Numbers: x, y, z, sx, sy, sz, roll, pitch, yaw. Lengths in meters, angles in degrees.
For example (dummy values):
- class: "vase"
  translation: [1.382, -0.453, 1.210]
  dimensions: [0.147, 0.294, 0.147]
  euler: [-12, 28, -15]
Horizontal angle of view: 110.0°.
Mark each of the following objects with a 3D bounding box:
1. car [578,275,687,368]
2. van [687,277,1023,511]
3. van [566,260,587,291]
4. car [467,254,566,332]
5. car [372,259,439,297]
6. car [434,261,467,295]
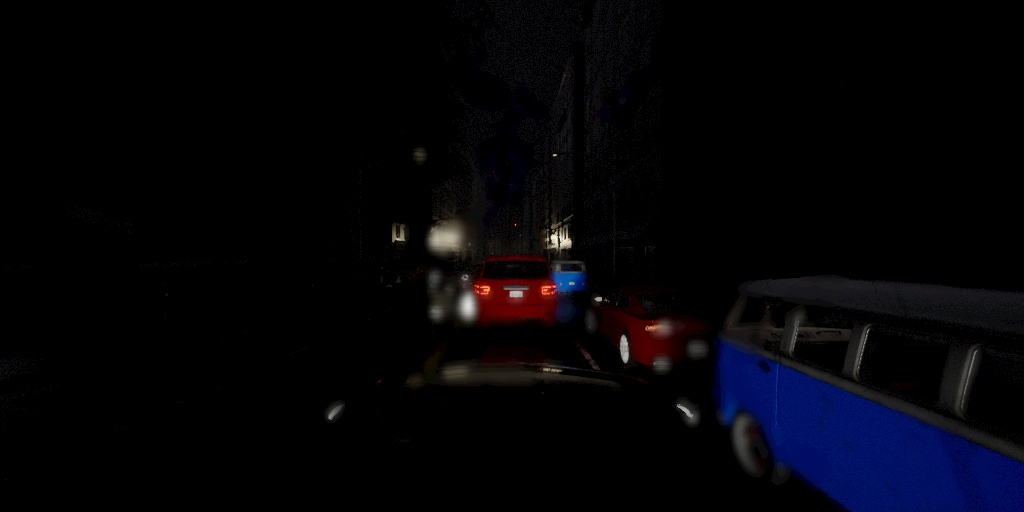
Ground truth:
- class: "car"
  translation: [2.863, 1.294, 7.733]
  dimensions: [1.888, 1.381, 4.507]
  euler: [0, 0, 0]
- class: "van"
  translation: [2.856, 1.091, 2.072]
  dimensions: [1.690, 1.789, 3.998]
  euler: [0, 0, 0]
- class: "van"
  translation: [2.878, 1.086, 19.054]
  dimensions: [1.690, 1.789, 3.998]
  euler: [0, 0, 0]
- class: "car"
  translation: [0.113, 0.970, 10.954]
  dimensions: [2.150, 2.045, 5.566]
  euler: [0, 0, 0]
- class: "car"
  translation: [-5.647, 1.060, 19.025]
  dimensions: [2.192, 1.841, 5.009]
  euler: [0, 0, 0]
- class: "car"
  translation: [-3.054, 1.096, 19.841]
  dimensions: [2.097, 1.767, 4.553]
  euler: [0, 0, 0]
